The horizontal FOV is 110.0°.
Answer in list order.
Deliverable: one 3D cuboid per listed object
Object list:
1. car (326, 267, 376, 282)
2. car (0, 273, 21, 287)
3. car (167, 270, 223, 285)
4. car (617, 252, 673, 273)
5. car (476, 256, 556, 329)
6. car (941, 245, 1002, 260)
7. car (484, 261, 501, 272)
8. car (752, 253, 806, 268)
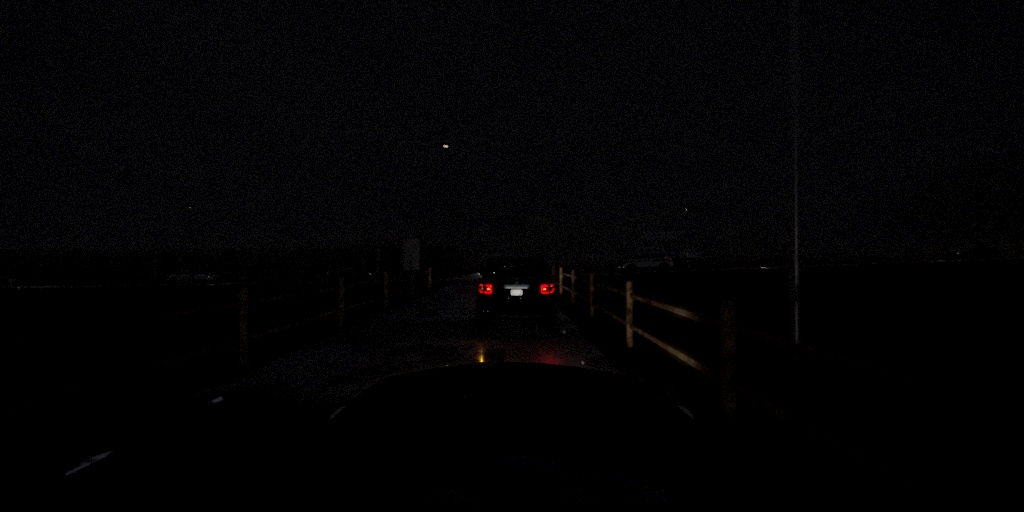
[{"bbox_3d":[-15.762,1.777,35.194,4.674,1.442,1.812,-1,-2,0],"label":"car"},{"bbox_3d":[-51.677,2.353,35.339,4.902,1.511,2.128,0,-2,0],"label":"car"},{"bbox_3d":[-31.104,2.099,35.214,4.674,1.442,1.812,-1,-2,0],"label":"car"},{"bbox_3d":[14.094,0.699,38.139,5.566,2.045,2.150,-3,-2,0],"label":"car"},{"bbox_3d":[0.113,1.028,11.575,2.150,2.045,5.566,0,-1,0],"label":"car"},{"bbox_3d":[48.594,-0.387,38.018,5.008,1.535,1.882,-2,-2,0],"label":"car"},{"bbox_3d":[-2.775,1.478,51.150,2.128,1.511,4.902,0,0,0],"label":"car"},{"bbox_3d":[28.242,0.415,38.118,5.008,1.535,1.882,-2,-2,0],"label":"car"}]
